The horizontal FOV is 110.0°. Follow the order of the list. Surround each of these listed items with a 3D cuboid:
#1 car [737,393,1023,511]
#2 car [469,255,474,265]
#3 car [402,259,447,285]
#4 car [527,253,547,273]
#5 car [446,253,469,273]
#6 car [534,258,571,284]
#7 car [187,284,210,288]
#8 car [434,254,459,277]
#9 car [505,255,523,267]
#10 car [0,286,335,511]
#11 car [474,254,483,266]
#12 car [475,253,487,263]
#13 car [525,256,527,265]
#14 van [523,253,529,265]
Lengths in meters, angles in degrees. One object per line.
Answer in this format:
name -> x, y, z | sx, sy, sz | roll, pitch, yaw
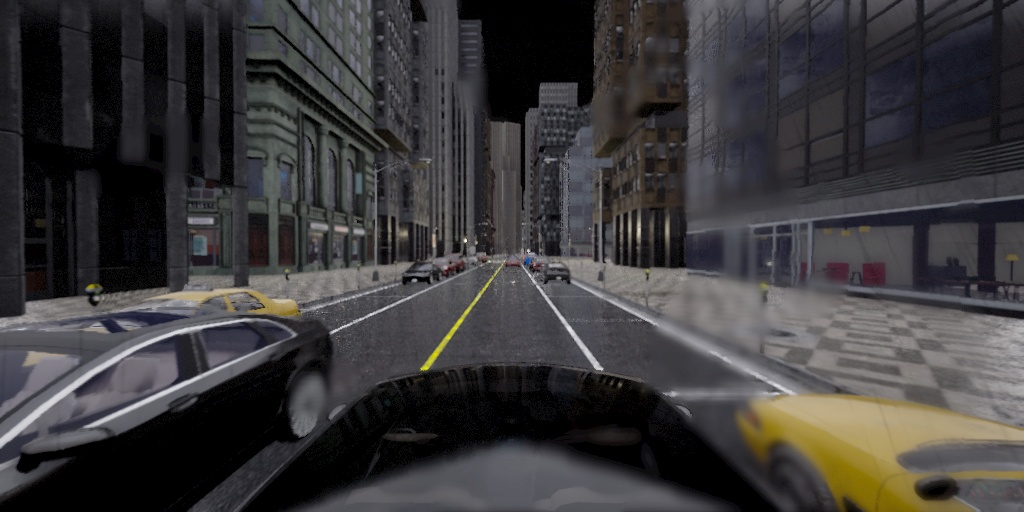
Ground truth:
car -> 2.763, 1.285, 1.084 | 1.751, 1.417, 4.829 | 0, 0, 0
car -> -5.764, 0.830, 40.169 | 2.007, 1.370, 4.403 | 0, 0, 0
car -> -5.764, 1.050, 23.342 | 1.948, 1.339, 4.313 | 0, 0, 0
car -> 2.761, 0.787, 34.565 | 1.967, 1.591, 4.097 | 0, 0, 0
car -> -5.764, 0.662, 34.560 | 2.192, 1.841, 5.009 | 0, 0, 0
car -> 2.762, 1.035, 23.347 | 2.007, 1.370, 4.403 | 0, 0, 0
car -> -5.763, 1.215, 6.345 | 1.751, 1.417, 4.829 | 0, 0, 0
car -> -5.764, 0.855, 28.951 | 1.967, 1.591, 4.097 | 0, 0, 0
car -> 0.098, 0.755, 47.466 | 1.994, 1.385, 4.181 | 0, 0, 0
car -> -3.100, 1.231, 2.478 | 2.128, 1.511, 4.902 | 0, 1, 0
car -> -5.765, 0.697, 51.386 | 2.007, 1.370, 4.403 | 0, 0, 0
car -> -5.766, 0.334, 62.604 | 2.192, 1.841, 5.009 | 0, 0, 0
car -> 2.761, 0.861, 40.173 | 1.802, 1.307, 4.207 | 0, 0, 0
van -> 2.760, 0.487, 51.391 | 1.690, 1.789, 3.998 | 0, 0, 0
